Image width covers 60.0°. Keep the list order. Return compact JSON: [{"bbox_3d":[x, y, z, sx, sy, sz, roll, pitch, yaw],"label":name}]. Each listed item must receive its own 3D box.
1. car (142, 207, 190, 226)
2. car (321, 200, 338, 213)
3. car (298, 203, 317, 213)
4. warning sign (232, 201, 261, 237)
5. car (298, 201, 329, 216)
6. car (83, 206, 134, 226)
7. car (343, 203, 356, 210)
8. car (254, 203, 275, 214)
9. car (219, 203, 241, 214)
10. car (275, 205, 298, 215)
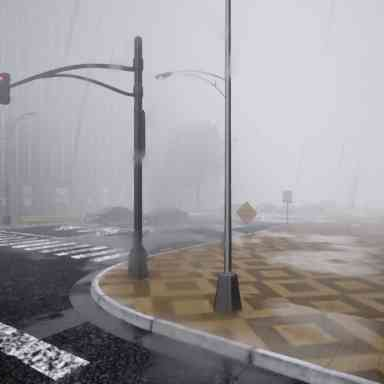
[{"bbox_3d":[-2.236,1.964,27.880,2.033,1.411,5.357,0,-1,33],"label":"car"},{"bbox_3d":[21.762,2.254,53.069,2.150,2.045,5.566,0,-1,33],"label":"car"},{"bbox_3d":[19.008,2.593,54.795,1.994,1.385,4.181,0,-1,33],"label":"car"},{"bbox_3d":[3.050,1.454,18.585,1.300,1.860,1.060,1,1,33],"label":"warning sign"},{"bbox_3d":[16.242,2.343,44.378,2.128,1.511,4.902,0,-1,33],"label":"car"},{"bbox_3d":[-6.600,1.885,27.096,1.812,1.442,4.674,0,-1,33],"label":"car"},{"bbox_3d":[31.294,2.837,65.824,1.812,1.442,4.674,0,-1,33],"label":"car"},{"bbox_3d":[10.434,2.328,47.547,2.128,1.511,4.902,0,-1,33],"label":"car"},{"bbox_3d":[5.396,2.262,45.758,1.837,1.490,4.892,0,-1,33],"label":"car"},{"bbox_3d":[13.573,2.450,46.230,1.895,1.301,4.718,0,-1,33],"label":"car"}]
